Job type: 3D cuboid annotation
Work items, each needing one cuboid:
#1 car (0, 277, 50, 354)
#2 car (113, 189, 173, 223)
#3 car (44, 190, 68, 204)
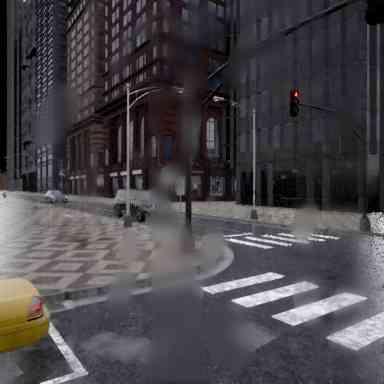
[{"bbox_3d":[-4.223,1.525,3.643,4.829,1.417,1.752,0,0,-35],"label":"car"},{"bbox_3d":[-3.487,0.857,22.642,2.150,2.045,5.566,0,1,-36],"label":"car"},{"bbox_3d":[-16.992,0.572,41.527,2.097,1.767,4.553,0,1,-35],"label":"car"}]
